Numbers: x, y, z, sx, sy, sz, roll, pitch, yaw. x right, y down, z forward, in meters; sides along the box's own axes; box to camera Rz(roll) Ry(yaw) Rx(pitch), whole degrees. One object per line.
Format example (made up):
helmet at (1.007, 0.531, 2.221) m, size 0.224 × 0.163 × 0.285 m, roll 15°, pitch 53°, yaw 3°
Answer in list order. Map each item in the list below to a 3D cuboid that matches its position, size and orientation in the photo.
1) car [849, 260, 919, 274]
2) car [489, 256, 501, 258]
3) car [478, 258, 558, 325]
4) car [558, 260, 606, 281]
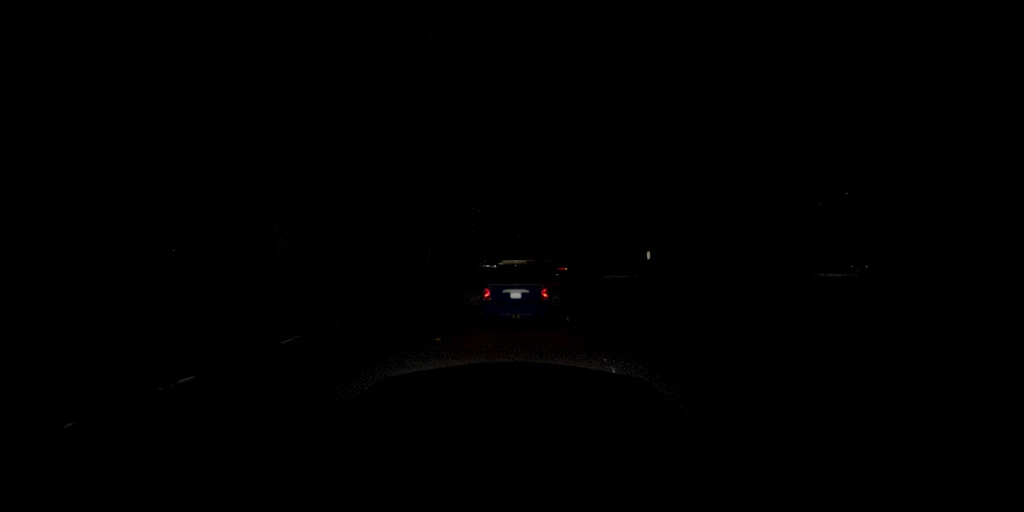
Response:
car at (33.936, 1.029, 32.852) m, size 4.718 × 1.301 × 1.895 m, roll 0°, pitch -1°, yaw 0°
car at (-3.399, 0.892, 61.532) m, size 2.033 × 1.411 × 5.357 m, roll 0°, pitch 1°, yaw 1°
car at (0.102, 1.069, 11.839) m, size 2.097 × 1.767 × 4.553 m, roll 0°, pitch 0°, yaw 0°
car at (5.187, 1.059, 27.478) m, size 4.902 × 1.511 × 2.128 m, roll -2°, pitch 1°, yaw -38°
